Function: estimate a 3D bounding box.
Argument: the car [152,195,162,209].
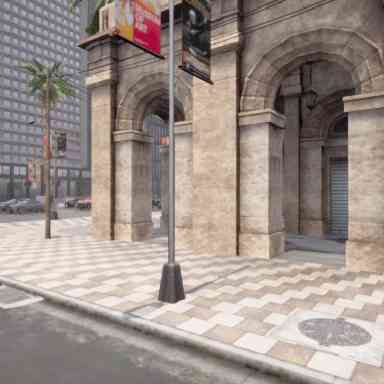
[{"bbox_3d":[-2.686,1.491,43.608,2.128,1.511,4.902,0,0,36],"label":"car"}]

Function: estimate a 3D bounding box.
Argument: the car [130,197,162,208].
[{"bbox_3d":[-6.846,1.505,50.151,1.837,1.490,4.892,0,0,36],"label":"car"}]

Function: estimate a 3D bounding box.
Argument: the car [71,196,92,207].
[{"bbox_3d":[-13.915,1.352,46.300,2.097,1.767,4.553,0,0,35],"label":"car"}]

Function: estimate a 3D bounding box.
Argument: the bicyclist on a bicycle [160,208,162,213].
[{"bbox_3d":[-2.370,1.300,31.537,1.656,1.620,0.582,0,0,36],"label":"bicyclist on a bicycle"}]

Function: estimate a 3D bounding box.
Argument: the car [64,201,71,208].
[{"bbox_3d":[-16.192,1.513,48.434,2.161,1.482,4.786,0,0,35],"label":"car"}]

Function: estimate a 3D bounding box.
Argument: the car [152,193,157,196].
[{"bbox_3d":[-7.040,1.221,43.541,2.150,2.045,5.566,0,0,36],"label":"car"}]

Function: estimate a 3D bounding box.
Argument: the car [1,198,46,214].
[{"bbox_3d":[-17.418,1.564,35.396,1.994,1.385,4.181,0,0,36],"label":"car"}]

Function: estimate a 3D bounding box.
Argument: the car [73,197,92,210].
[{"bbox_3d":[-12.285,1.601,42.571,1.895,1.301,4.718,0,0,35],"label":"car"}]

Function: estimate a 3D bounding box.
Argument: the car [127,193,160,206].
[{"bbox_3d":[-7.845,1.221,54.755,2.150,2.045,5.566,0,0,36],"label":"car"}]
